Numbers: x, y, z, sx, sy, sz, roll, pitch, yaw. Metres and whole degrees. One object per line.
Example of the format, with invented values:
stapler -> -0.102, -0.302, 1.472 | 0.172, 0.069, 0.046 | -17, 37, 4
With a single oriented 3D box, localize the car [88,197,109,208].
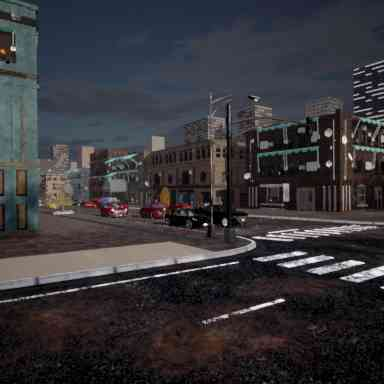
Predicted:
car -> -17.630, 1.940, 62.602 | 2.192, 1.841, 5.009 | -1, 0, -36

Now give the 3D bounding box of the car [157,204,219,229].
car -> -0.372, 1.814, 23.854 | 1.947, 1.339, 4.313 | -2, 0, -36

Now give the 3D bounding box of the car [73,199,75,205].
car -> -27.282, 2.364, 76.110 | 1.947, 1.339, 4.313 | -1, 0, -36

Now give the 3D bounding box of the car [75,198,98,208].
car -> -19.238, 2.205, 60.420 | 1.994, 1.385, 4.181 | -1, 0, -36

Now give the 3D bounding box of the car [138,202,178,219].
car -> -3.671, 1.894, 33.137 | 1.994, 1.385, 4.181 | -1, 0, -36

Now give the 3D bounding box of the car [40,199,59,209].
car -> -24.342, 2.233, 57.588 | 1.752, 1.417, 4.829 | -1, 0, -36

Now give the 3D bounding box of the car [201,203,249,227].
car -> 2.103, 1.694, 25.068 | 1.882, 1.535, 5.008 | -1, 0, -36

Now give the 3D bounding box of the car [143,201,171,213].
car -> -4.746, 1.966, 44.591 | 1.802, 1.307, 4.206 | -2, 0, -36

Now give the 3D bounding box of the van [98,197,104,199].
van -> -14.410, 1.907, 58.099 | 1.690, 1.788, 3.998 | -1, 0, -36

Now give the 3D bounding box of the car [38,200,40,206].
car -> -30.879, 2.376, 66.733 | 2.008, 1.369, 4.403 | -1, 0, -36

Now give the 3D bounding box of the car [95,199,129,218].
car -> -8.347, 1.846, 35.213 | 1.967, 1.590, 4.097 | -1, 0, -36

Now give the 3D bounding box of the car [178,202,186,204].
car -> -1.528, 1.904, 40.089 | 1.802, 1.307, 4.206 | -2, 0, -36

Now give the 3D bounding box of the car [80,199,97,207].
car -> -20.844, 2.228, 67.105 | 1.887, 1.381, 4.507 | -1, 0, -36
